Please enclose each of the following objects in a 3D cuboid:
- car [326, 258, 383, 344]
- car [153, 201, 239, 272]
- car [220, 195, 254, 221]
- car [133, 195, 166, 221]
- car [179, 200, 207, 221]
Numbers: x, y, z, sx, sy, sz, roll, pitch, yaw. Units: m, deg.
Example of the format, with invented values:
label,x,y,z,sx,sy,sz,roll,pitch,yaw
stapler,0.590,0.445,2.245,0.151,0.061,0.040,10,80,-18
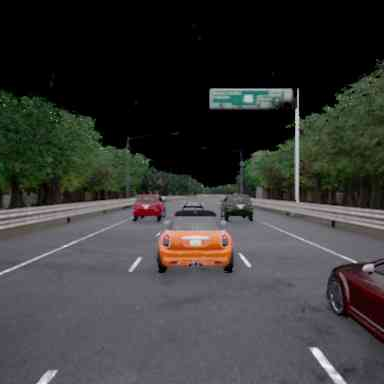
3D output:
label,x,y,z,sx,sy,sz,roll,pitch,yaw
car,3.597,1.565,4.785,1.994,1.385,4.181,0,0,0
car,0.095,1.355,10.923,2.097,1.767,4.553,0,0,0
car,3.587,1.240,27.236,2.150,2.045,5.566,0,0,0
car,-3.403,1.240,27.367,2.150,2.045,5.566,0,0,0
car,0.085,1.511,28.102,2.128,1.511,4.902,0,0,0
